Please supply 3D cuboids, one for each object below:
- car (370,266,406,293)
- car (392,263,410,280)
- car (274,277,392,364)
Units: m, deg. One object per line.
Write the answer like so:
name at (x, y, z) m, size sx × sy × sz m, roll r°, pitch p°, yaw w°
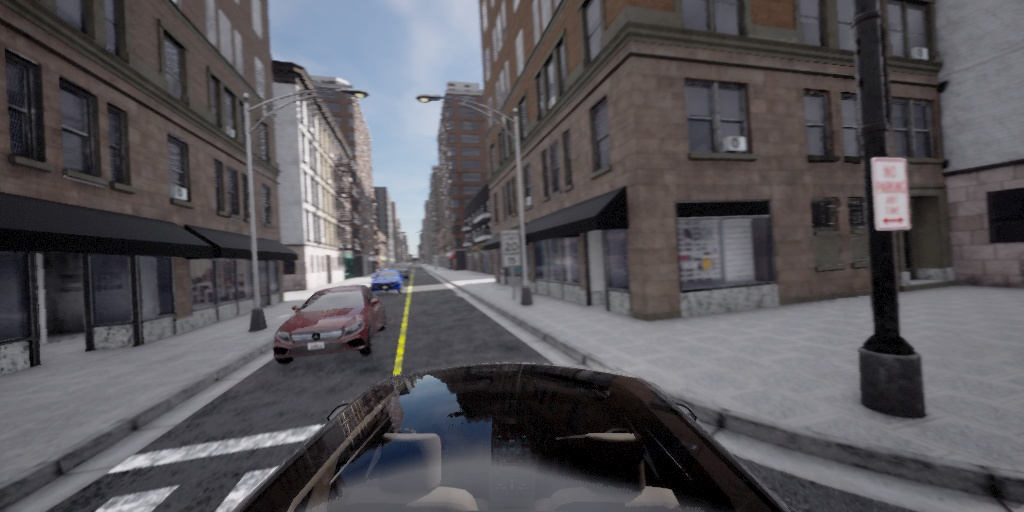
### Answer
car at (-8.644, 1.747, 24.944) m, size 1.882 × 1.535 × 5.008 m, roll -3°, pitch 0°, yaw -15°
car at (-13.438, 1.899, 42.957) m, size 2.150 × 2.045 × 5.566 m, roll -3°, pitch 0°, yaw -15°
car at (-4.397, 1.529, 9.292) m, size 1.812 × 1.442 × 4.674 m, roll -3°, pitch 0°, yaw -14°
